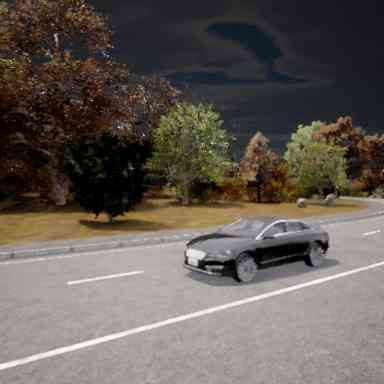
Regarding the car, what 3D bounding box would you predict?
[{"bbox_3d":[2.022,1.465,9.690,4.902,1.511,2.128,0,0,-35],"label":"car"}]
